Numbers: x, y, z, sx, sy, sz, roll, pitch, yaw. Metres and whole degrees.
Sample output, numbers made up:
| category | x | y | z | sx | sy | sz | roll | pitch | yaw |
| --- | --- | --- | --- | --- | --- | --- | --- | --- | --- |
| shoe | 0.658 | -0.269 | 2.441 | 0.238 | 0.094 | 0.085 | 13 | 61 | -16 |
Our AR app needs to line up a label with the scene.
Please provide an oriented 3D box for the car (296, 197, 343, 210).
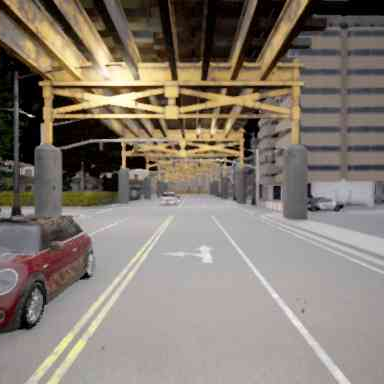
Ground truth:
| category | x | y | z | sx | sy | sz | roll | pitch | yaw |
| --- | --- | --- | --- | --- | --- | --- | --- | --- | --- |
| car | 13.303 | 1.145 | 34.709 | 4.536 | 1.218 | 1.853 | 0 | 0 | -20 |

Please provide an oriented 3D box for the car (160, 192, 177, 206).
| category | x | y | z | sx | sy | sz | roll | pitch | yaw |
| --- | --- | --- | --- | --- | --- | --- | --- | --- | --- |
| car | -3.510 | 1.071 | 50.253 | 2.150 | 2.045 | 5.566 | 0 | 2 | 0 |

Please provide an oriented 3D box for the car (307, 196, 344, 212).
| category | x | y | z | sx | sy | sz | roll | pitch | yaw |
| --- | --- | --- | --- | --- | --- | --- | --- | --- | --- |
| car | 13.255 | 1.303 | 34.692 | 4.974 | 1.542 | 2.038 | 0 | 0 | -20 |

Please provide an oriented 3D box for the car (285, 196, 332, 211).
| category | x | y | z | sx | sy | sz | roll | pitch | yaw |
| --- | --- | --- | --- | --- | --- | --- | --- | --- | --- |
| car | 13.580 | 1.282 | 38.851 | 4.974 | 1.542 | 2.038 | 0 | 0 | 25 |

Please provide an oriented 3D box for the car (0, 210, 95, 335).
| category | x | y | z | sx | sy | sz | roll | pitch | yaw |
| --- | --- | --- | --- | --- | --- | --- | --- | --- | --- |
| car | -3.598 | 1.335 | 6.844 | 2.097 | 1.767 | 4.553 | 0 | 0 | 0 |

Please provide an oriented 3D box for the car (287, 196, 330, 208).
| category | x | y | z | sx | sy | sz | roll | pitch | yaw |
| --- | --- | --- | --- | --- | --- | --- | --- | --- | --- |
| car | 13.627 | 1.125 | 38.828 | 4.536 | 1.218 | 1.853 | 0 | 0 | 25 |
